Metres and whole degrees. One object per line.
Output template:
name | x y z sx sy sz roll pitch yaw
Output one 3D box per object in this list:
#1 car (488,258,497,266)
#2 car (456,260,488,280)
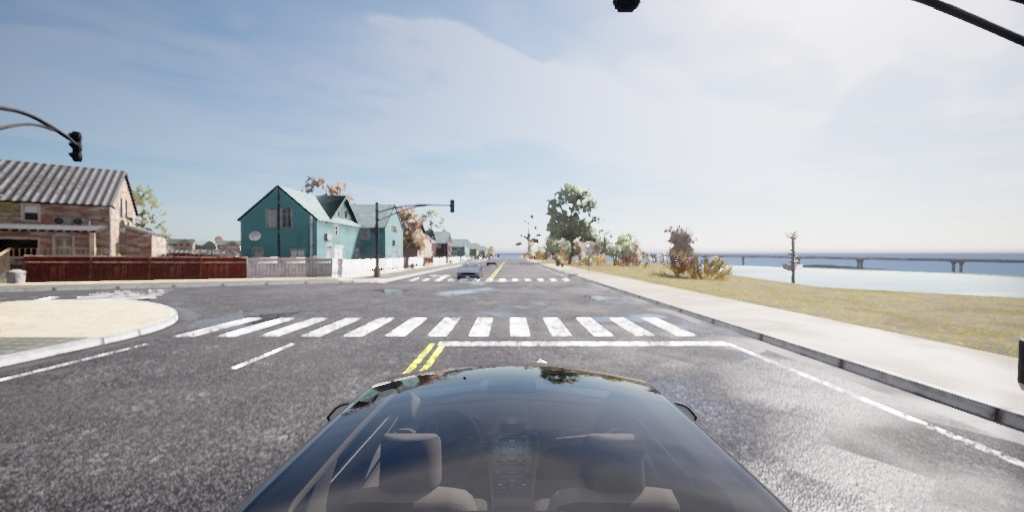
car | -3.550 1.061 63.127 2.033 1.411 5.357 0 0 0
car | -3.392 1.194 29.932 2.033 1.411 5.357 0 0 0
